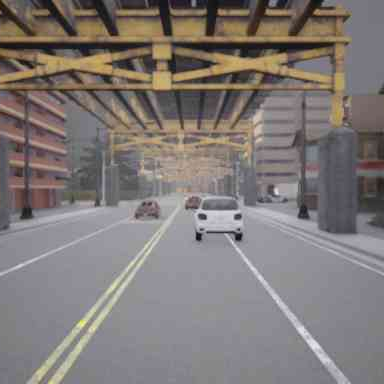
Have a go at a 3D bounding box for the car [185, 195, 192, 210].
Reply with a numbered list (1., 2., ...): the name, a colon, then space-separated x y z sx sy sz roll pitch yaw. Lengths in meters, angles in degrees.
1. car: 0.158 1.380 40.429 1.994 1.385 4.181 0 1 -1

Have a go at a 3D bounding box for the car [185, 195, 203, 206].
1. car: 0.201 1.201 50.839 1.882 1.535 5.008 0 1 -10

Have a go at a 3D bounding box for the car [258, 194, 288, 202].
1. car: 13.318 0.984 54.705 4.536 1.218 1.853 0 1 -20

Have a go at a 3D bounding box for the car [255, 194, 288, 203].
1. car: 13.269 1.141 54.688 4.974 1.542 2.038 0 1 -20

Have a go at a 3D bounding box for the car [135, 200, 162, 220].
1. car: -3.577 1.451 27.788 1.812 1.442 4.674 0 0 0

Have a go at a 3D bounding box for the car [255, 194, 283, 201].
1. car: 13.644 0.947 58.824 4.536 1.218 1.853 0 1 25

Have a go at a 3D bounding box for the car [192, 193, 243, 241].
1. car: 1.227 1.214 16.914 2.150 2.045 5.566 0 0 0

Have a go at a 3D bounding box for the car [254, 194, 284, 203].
1. car: 13.596 1.104 58.847 4.974 1.542 2.038 0 1 25
